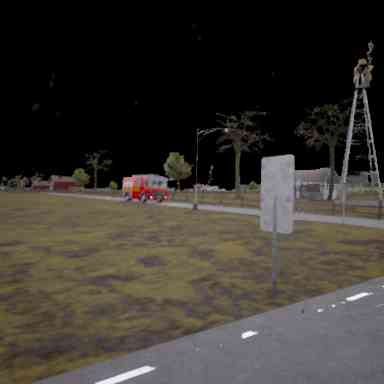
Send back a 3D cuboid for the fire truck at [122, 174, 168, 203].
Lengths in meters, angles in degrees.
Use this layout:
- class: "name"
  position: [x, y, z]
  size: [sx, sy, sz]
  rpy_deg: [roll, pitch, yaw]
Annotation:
- class: "fire truck"
  position: [-6.694, -0.522, 46.405]
  size: [2.891, 3.827, 8.468]
  rpy_deg: [2, 0, -35]
